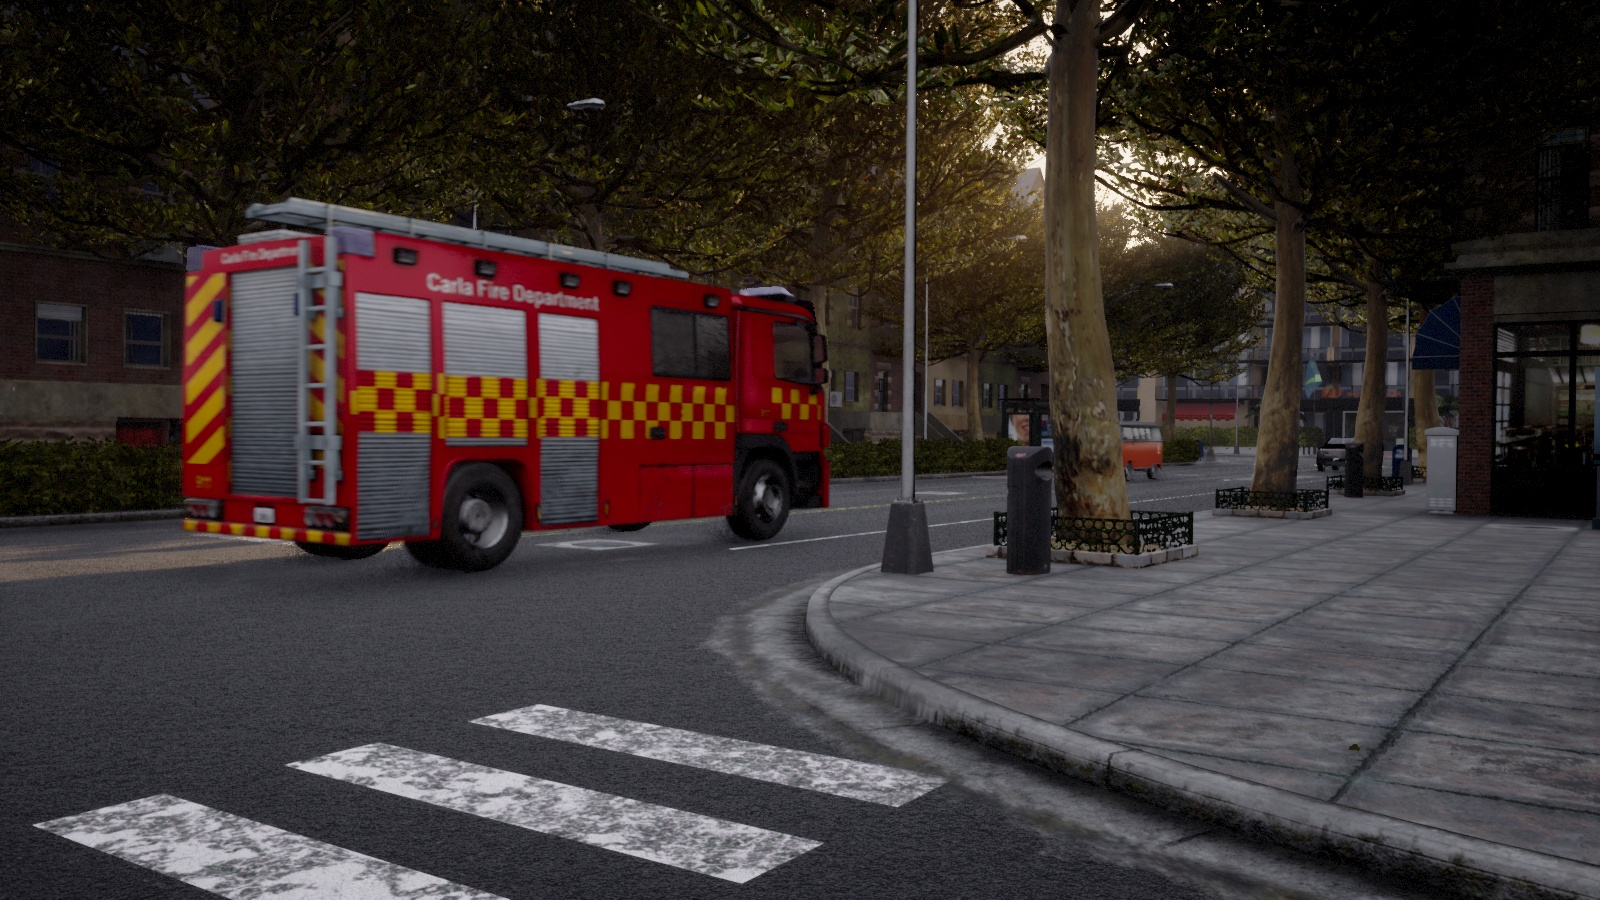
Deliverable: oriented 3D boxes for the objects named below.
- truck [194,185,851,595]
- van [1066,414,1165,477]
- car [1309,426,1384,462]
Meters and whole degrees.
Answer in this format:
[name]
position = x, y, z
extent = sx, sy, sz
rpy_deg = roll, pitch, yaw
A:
[truck]
position = -2.836, -0.627, 16.049
extent = 2.891, 3.827, 8.468
rpy_deg = 0, 1, 34
[van]
position = 10.539, -0.181, 41.736
extent = 1.775, 1.987, 4.442
rpy_deg = 0, 1, 34
[car]
position = 24.162, -0.288, 55.410
extent = 2.128, 1.511, 4.902
rpy_deg = 0, 1, 34
